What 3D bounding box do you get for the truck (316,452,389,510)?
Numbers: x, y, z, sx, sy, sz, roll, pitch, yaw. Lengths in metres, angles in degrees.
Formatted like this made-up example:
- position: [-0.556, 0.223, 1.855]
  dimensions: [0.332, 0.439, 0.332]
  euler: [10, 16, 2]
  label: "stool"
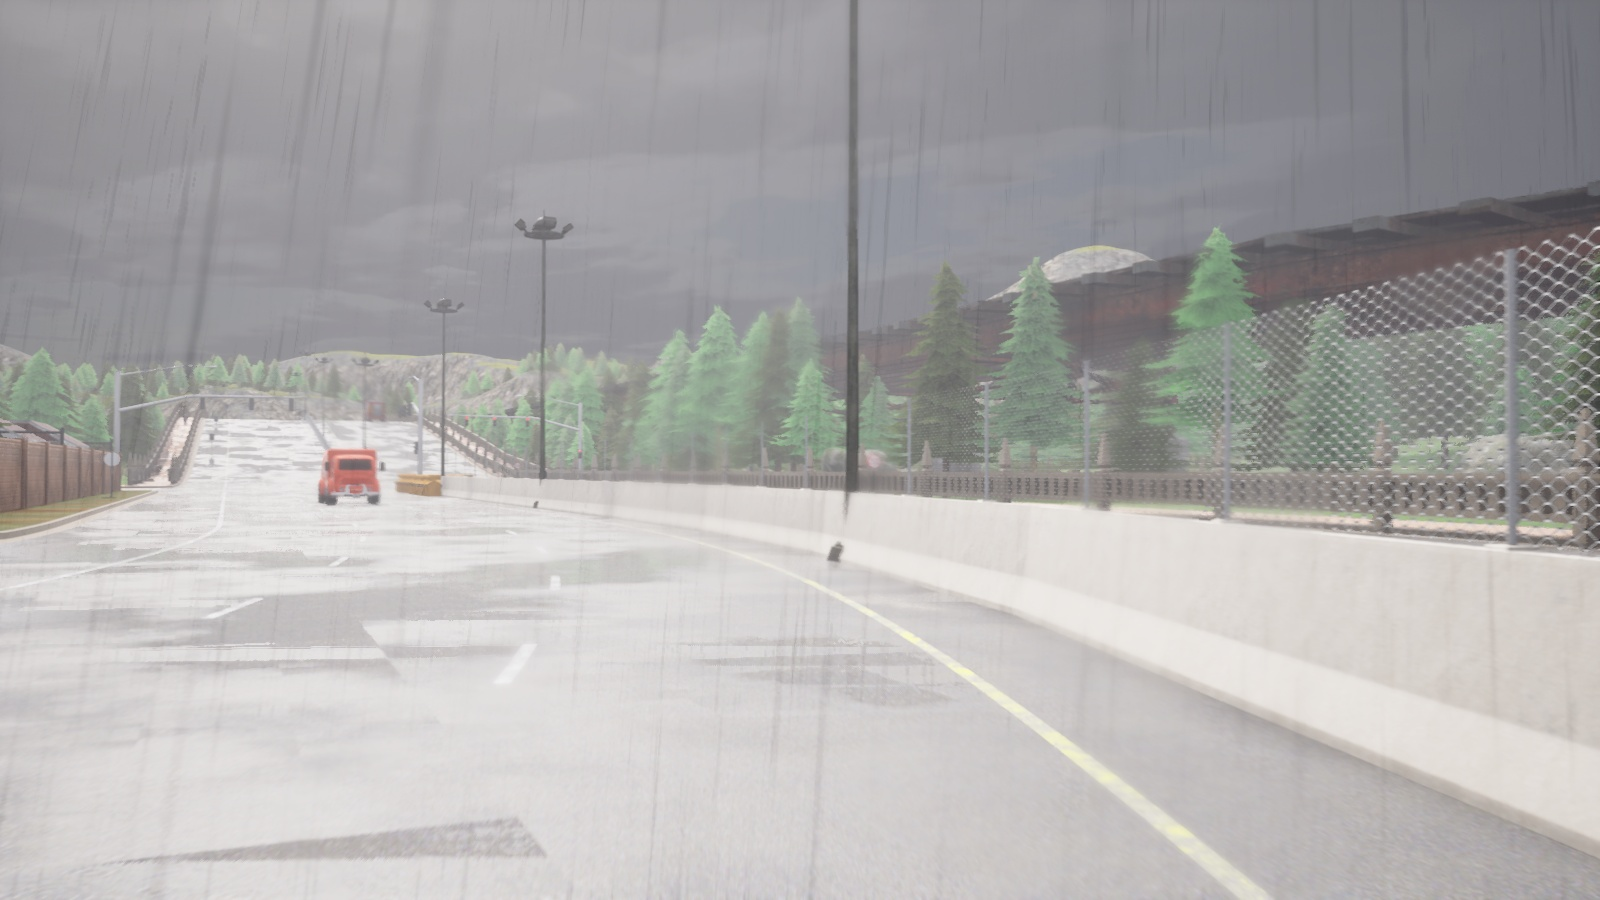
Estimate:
- position: [-20.191, 1.370, 56.498]
  dimensions: [2.627, 2.467, 5.204]
  euler: [0, -1, -25]
  label: "truck"
